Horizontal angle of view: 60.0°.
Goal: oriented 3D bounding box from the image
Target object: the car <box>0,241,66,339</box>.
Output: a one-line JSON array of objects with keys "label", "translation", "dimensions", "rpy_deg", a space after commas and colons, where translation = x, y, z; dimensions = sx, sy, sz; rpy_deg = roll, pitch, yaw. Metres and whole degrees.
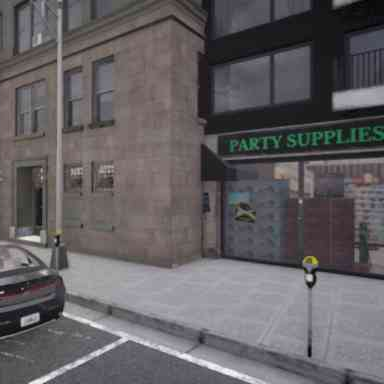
[{"label": "car", "translation": [-4.046, 1.546, 5.907], "dimensions": [4.403, 1.369, 2.008], "rpy_deg": [0, 0, 35]}]
